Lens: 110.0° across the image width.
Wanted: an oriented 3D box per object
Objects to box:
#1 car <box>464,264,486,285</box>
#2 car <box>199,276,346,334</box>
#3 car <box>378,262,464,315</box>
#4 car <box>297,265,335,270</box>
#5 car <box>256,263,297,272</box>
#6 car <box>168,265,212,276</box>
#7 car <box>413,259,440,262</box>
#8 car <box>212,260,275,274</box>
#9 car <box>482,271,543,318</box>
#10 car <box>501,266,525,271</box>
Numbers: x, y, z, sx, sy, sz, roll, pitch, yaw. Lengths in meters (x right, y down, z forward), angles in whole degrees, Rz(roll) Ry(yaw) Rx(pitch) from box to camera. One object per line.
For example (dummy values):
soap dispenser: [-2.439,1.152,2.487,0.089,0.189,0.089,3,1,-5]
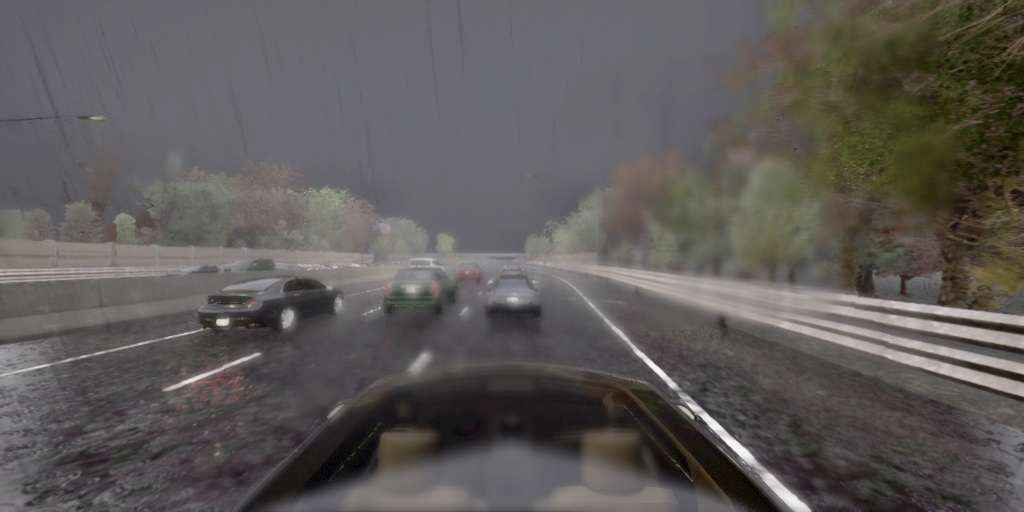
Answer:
car: [-3.404,1.447,30.584,2.097,1.767,4.553,0,-1,0]
car: [-6.908,1.364,11.035,1.837,1.490,4.892,0,-1,0]
car: [-3.405,1.250,14.451,2.097,1.767,4.553,0,-1,0]
car: [-17.595,1.694,33.414,1.994,1.385,4.181,0,-1,0]
car: [-21.094,1.627,33.828,2.128,1.511,4.902,0,-1,0]
car: [-27.921,1.590,32.011,1.882,1.535,5.008,0,-1,-1]
car: [-6.903,1.307,29.872,2.150,2.045,5.566,0,-1,0]
car: [-24.596,1.354,33.730,2.150,2.045,5.566,0,-1,0]
car: [0.095,1.455,13.795,1.994,1.385,4.181,0,-1,0]
car: [0.097,1.590,30.847,2.128,1.511,4.902,0,-1,0]
